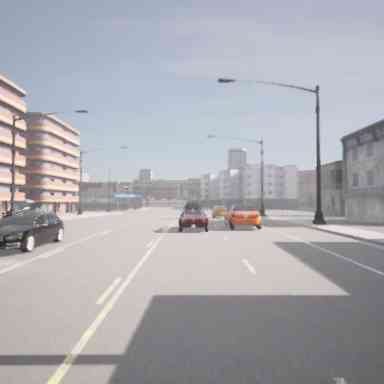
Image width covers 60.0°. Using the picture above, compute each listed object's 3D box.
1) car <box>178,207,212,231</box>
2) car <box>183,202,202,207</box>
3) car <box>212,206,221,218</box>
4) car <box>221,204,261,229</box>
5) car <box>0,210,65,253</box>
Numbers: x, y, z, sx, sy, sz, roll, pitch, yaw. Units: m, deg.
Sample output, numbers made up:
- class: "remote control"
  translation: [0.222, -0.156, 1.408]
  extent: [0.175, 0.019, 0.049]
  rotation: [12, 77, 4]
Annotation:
- class: "car"
  translation: [0.096, 1.861, 22.381]
  extent: [1.895, 1.301, 4.718]
  rotation: [0, -2, 0]
- class: "car"
  translation: [0.092, 2.224, 40.766]
  extent: [2.150, 2.045, 5.566]
  rotation: [0, -3, 0]
- class: "car"
  translation: [3.583, 2.603, 43.490]
  extent: [1.882, 1.535, 5.008]
  rotation: [0, -3, 0]
- class: "car"
  translation: [3.548, 1.657, 23.967]
  extent: [2.097, 1.767, 4.553]
  rotation: [0, -2, 0]
- class: "car"
  translation: [-7.003, 1.580, 14.092]
  extent: [1.837, 1.490, 4.892]
  rotation: [0, -1, 0]
